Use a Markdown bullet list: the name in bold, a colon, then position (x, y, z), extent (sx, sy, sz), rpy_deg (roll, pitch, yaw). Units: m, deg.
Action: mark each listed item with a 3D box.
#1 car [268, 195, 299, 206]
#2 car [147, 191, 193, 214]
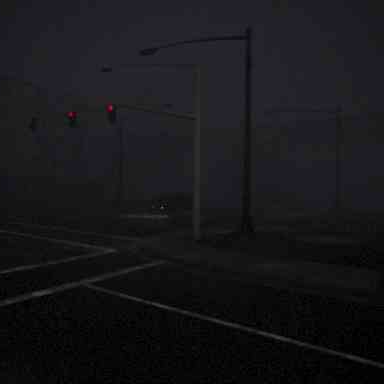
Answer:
- **car**: position (13.827, 1.233, 50.121), extent (5.008, 1.535, 1.882), rpy_deg (1, 0, -26)
- **car**: position (-1.991, 0.958, 32.457), extent (2.150, 2.045, 5.566), rpy_deg (1, 1, 34)
